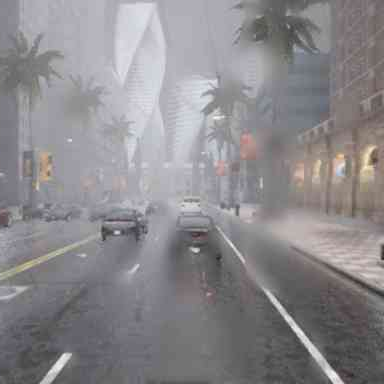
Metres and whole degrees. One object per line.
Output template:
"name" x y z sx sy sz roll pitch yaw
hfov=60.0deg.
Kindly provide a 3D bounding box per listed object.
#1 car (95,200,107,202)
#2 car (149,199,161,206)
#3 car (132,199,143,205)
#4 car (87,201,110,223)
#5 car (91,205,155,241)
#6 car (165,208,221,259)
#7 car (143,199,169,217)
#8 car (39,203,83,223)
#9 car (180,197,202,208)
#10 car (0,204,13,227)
"car" -13.944 1.915 50.834 2.231 1.521 4.892 0 0 -1
"car" -7.555 2.138 68.256 1.994 1.385 4.181 0 0 -1
"car" -11.057 2.102 68.619 2.128 1.511 4.902 0 0 -1
"car" -7.203 1.789 28.175 2.033 1.411 5.357 0 -1 -1
"car" -3.414 1.643 17.593 2.128 1.511 4.902 0 0 0
"car" 0.102 1.620 13.149 1.837 1.490 4.892 0 0 0
"car" -3.584 1.650 35.055 2.097 1.767 4.553 0 -1 -1
"car" -10.701 1.745 28.065 1.837 1.490 4.892 0 0 -1
"car" -0.089 1.528 35.797 2.150 2.045 5.566 0 0 -1
"car" -13.627 1.538 21.463 2.185 1.767 4.553 0 0 -1
